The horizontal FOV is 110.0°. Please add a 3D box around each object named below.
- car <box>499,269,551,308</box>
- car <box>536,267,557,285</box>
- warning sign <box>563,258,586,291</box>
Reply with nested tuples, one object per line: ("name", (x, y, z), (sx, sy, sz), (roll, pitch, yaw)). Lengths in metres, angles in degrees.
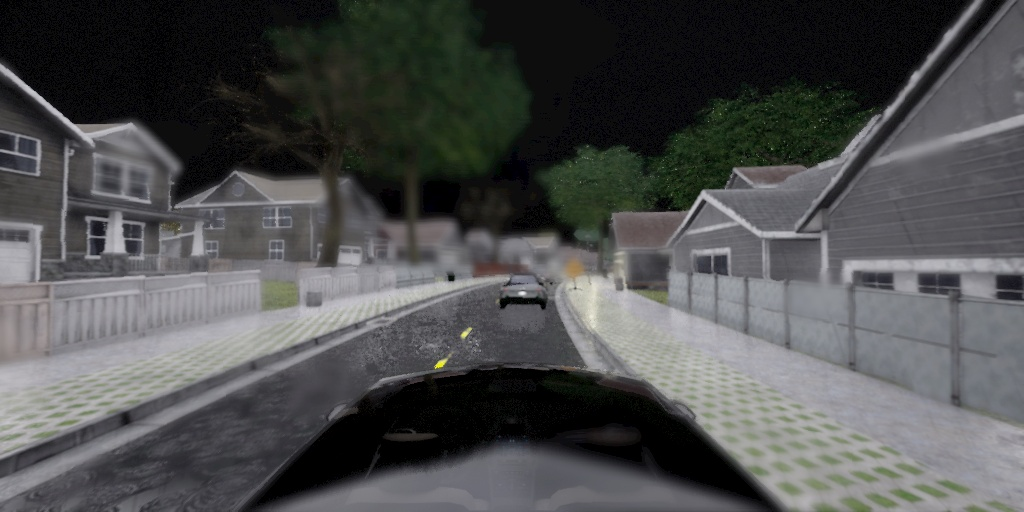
("car", (0.600, 1.453, 16.011), (1.994, 1.385, 4.181), (0, -1, 6))
("car", (2.695, 1.666, 30.392), (2.033, 1.411, 5.357), (0, -1, 11))
("warning sign", (3.639, 1.063, 20.656), (1.300, 1.860, 1.060), (0, 0, 7))
